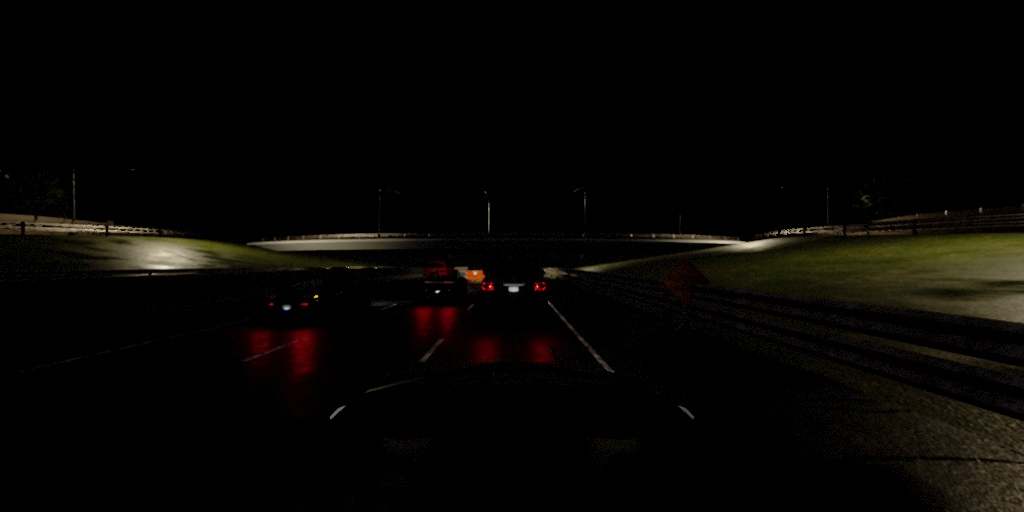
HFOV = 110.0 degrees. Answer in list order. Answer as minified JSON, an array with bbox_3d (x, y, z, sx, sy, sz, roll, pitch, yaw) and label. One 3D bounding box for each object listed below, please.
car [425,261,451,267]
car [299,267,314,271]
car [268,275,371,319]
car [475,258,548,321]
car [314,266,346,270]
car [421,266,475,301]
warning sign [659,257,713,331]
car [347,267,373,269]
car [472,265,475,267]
[{"bbox_3d":[-6.809,1.528,33.983,2.150,2.045,5.566,0,-1,1],"label":"car"},{"bbox_3d":[-24.234,2.029,43.205,2.128,1.511,4.902,0,-2,2],"label":"car"},{"bbox_3d":[-6.931,1.428,13.369,1.812,1.442,4.674,0,-1,0],"label":"car"},{"bbox_3d":[0.065,1.122,13.289,2.150,2.045,5.566,0,-1,0],"label":"car"},{"bbox_3d":[-20.760,1.997,42.503,1.882,1.535,5.008,0,-2,2],"label":"car"},{"bbox_3d":[-3.427,1.486,18.972,2.128,1.511,4.902,0,-1,0],"label":"car"},{"bbox_3d":[4.542,0.959,9.455,1.300,1.860,1.060,0,0,0],"label":"warning sign"},{"bbox_3d":[-17.256,2.048,42.570,1.812,1.442,4.674,0,-2,2],"label":"car"},{"bbox_3d":[-3.285,1.676,34.681,2.097,1.767,4.553,0,-1,1],"label":"car"}]
